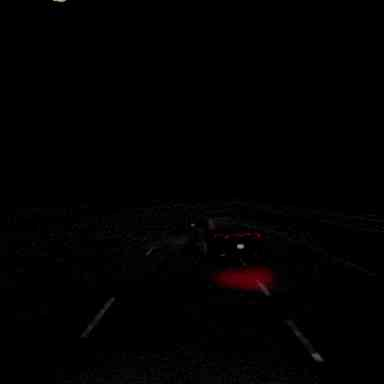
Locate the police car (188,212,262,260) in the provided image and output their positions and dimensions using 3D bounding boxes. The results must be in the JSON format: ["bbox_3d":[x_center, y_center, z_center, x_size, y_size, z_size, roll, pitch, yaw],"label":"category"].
[{"bbox_3d":[1.077,1.633,13.457,1.930,1.638,5.238,0,-1,-12],"label":"police car"}]
